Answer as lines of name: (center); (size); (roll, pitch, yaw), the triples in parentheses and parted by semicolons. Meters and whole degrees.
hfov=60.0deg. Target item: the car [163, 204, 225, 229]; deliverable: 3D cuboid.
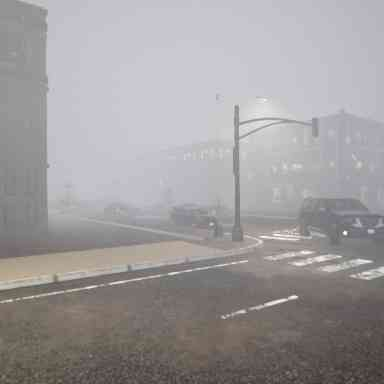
car: (0.034, 1.814, 24.088); (1.947, 1.339, 4.313); (-1, 0, -35)

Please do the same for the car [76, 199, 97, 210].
car: (-17.284, 2.141, 53.360); (1.812, 1.442, 4.674); (-1, 0, -35)

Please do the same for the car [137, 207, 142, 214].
car: (-7.874, 2.021, 39.941); (1.895, 1.301, 4.718); (-1, 0, -35)

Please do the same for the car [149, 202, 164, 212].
car: (-4.268, 1.966, 44.840); (1.802, 1.307, 4.206); (-2, 0, -35)

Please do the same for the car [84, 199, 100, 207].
car: (-20.288, 2.227, 67.408); (1.887, 1.381, 4.507); (-1, 0, -35)

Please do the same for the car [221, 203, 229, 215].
car: (2.138, 1.809, 35.812); (2.008, 1.369, 4.403); (-2, 0, -35)

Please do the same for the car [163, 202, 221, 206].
car: (-0.088, 1.759, 28.952); (2.128, 1.511, 4.902); (-1, 0, -36)

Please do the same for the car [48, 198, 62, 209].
car: (-23.819, 2.232, 57.904); (1.752, 1.417, 4.829); (-1, 0, -35)

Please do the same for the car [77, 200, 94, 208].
car: (-20.187, 2.194, 62.822); (1.812, 1.442, 4.674); (-1, 0, -35)

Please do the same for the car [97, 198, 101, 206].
car: (-17.090, 1.939, 62.894); (2.192, 1.841, 5.009); (-1, 0, -35)

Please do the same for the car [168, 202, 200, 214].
car: (-1.066, 1.903, 40.327); (1.802, 1.307, 4.206); (-2, 0, -35)

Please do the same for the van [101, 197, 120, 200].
van: (-13.885, 1.907, 58.381); (1.690, 1.788, 3.998); (-1, 0, -35)

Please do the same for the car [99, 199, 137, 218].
car: (-7.901, 1.846, 35.474); (1.967, 1.590, 4.097); (-1, 0, -35)

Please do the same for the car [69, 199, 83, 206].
car: (-26.695, 2.364, 76.436); (1.947, 1.339, 4.313); (-1, 0, -35)

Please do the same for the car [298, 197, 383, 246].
car: (6.838, 1.247, 15.672); (2.150, 2.045, 5.566); (1, -2, -3)
